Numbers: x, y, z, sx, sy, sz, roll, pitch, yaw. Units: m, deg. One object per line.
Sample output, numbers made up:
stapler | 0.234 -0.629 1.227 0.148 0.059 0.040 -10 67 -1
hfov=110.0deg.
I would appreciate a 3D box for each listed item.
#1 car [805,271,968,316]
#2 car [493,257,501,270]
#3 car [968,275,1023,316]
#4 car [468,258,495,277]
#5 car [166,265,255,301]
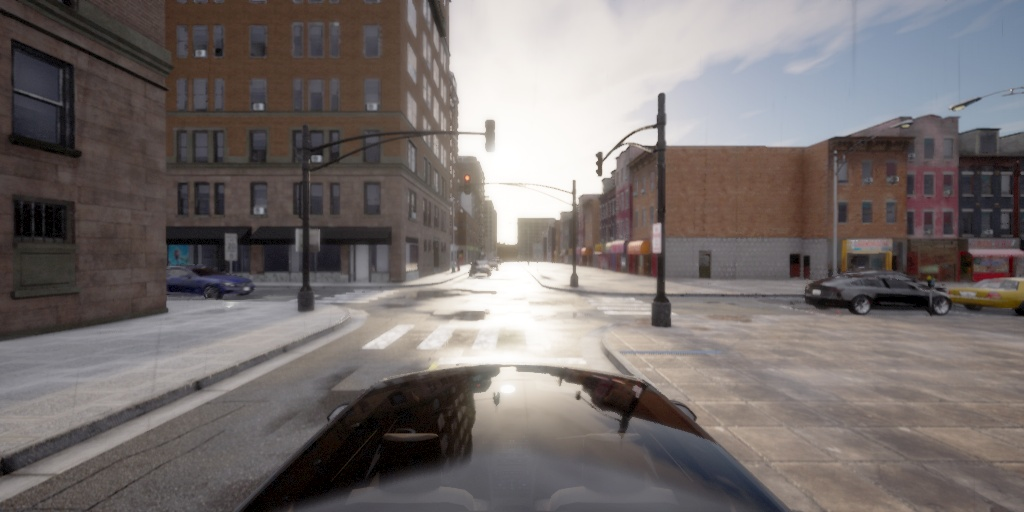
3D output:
car | 13.203 1.375 13.102 4.313 1.339 1.948 0 0 0
car | -2.884 1.151 48.855 1.994 1.385 4.181 0 0 0
car | 18.996 1.379 13.122 4.829 1.417 1.751 0 0 0
car | -2.881 1.112 33.340 1.812 1.442 4.674 0 0 0
car | -13.890 1.139 15.625 4.674 1.442 1.812 1 0 0
